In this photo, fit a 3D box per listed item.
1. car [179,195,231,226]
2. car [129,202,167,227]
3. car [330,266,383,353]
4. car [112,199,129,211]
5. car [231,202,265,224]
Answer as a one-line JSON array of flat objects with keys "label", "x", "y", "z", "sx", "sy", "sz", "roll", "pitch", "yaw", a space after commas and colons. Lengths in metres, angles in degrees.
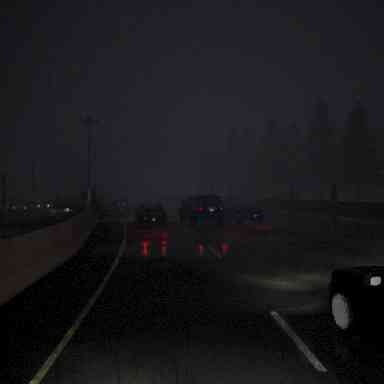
[{"label": "car", "x": 0.597, "y": 1.212, "z": 23.321, "sx": 2.150, "sy": 2.045, "sz": 5.566, "roll": 0, "pitch": 0, "yaw": -13}, {"label": "car", "x": -2.900, "y": 1.491, "z": 22.773, "sx": 2.128, "sy": 1.511, "sz": 4.902, "roll": 0, "pitch": 0, "yaw": -13}, {"label": "car", "x": 3.325, "y": 1.467, "z": 3.669, "sx": 1.882, "sy": 1.535, "sz": 5.008, "roll": 0, "pitch": 0, "yaw": -2}, {"label": "car", "x": -8.833, "y": 1.557, "z": 41.665, "sx": 2.033, "sy": 1.411, "sz": 5.357, "roll": 0, "pitch": 0, "yaw": -19}, {"label": "car", "x": 3.732, "y": 1.459, "z": 25.101, "sx": 1.882, "sy": 1.535, "sz": 5.008, "roll": 0, "pitch": 0, "yaw": -14}]
